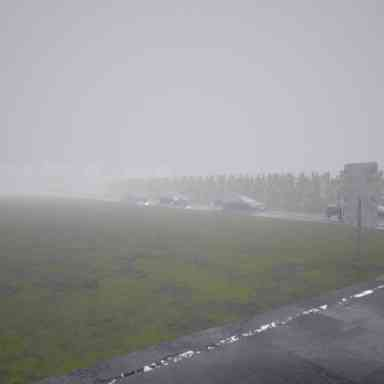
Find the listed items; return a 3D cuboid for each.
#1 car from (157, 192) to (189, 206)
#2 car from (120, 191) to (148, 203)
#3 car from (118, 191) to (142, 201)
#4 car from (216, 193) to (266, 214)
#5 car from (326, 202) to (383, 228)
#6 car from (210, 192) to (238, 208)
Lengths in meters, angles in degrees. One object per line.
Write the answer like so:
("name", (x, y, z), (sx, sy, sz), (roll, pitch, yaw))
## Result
("car", (-2.295, 0.758, 40.129), (2.097, 1.767, 4.553), (1, 1, -36))
("car", (-8.374, 0.772, 48.634), (2.033, 1.411, 5.357), (1, 1, -35))
("car", (-10.672, 0.604, 56.784), (2.128, 1.511, 4.902), (1, 1, -36))
("car", (4.661, 1.142, 30.460), (1.812, 1.442, 4.674), (1, 1, -36))
("car", (10.971, 1.292, 21.063), (1.882, 1.535, 5.008), (1, 0, -31))
("car", (3.979, 0.901, 36.448), (2.097, 1.767, 4.553), (1, 1, -36))
